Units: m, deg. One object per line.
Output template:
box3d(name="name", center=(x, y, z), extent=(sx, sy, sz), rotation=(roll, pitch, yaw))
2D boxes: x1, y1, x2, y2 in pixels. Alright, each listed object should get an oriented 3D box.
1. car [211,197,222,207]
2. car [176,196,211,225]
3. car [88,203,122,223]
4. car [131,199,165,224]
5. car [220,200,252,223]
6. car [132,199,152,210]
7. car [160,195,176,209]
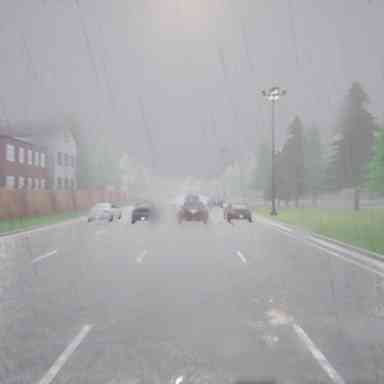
box3d(name="car", center=(3.557, 1.507, 49.890), extent=(2.097, 1.767, 4.553), rotation=(0, 0, 0))
box3d(name="car", center=(0.099, 1.430, 25.094), extent=(2.097, 1.767, 4.553), rotation=(0, 0, 0))
box3d(name="car", center=(-6.914, 1.609, 26.538), extent=(1.812, 1.442, 4.674), rotation=(0, 0, 0))
box3d(name="car", center=(-3.402, 1.585, 25.447), extent=(1.837, 1.490, 4.892), rotation=(0, 0, 0))
box3d(name="car", center=(3.586, 1.609, 26.525), extent=(1.812, 1.442, 4.674), rotation=(0, 0, 0))
box3d(name="car", center=(-6.967, 1.695, 46.916), extent=(2.033, 1.411, 5.357), rotation=(0, 0, 1))
box3d(name="car", center=(-3.460, 1.373, 47.704), extent=(2.150, 2.045, 5.566), rotation=(0, 0, 1))
